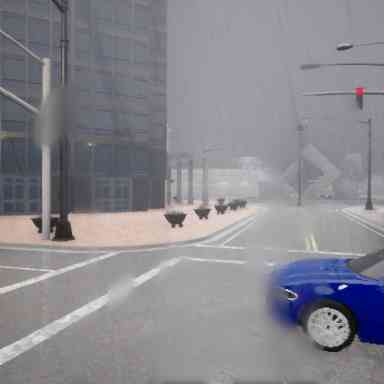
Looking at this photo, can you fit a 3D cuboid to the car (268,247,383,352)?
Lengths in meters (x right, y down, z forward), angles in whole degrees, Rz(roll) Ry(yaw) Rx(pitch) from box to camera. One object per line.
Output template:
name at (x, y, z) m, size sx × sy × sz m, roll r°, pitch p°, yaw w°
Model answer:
car at (3.710, 1.477, 5.015) m, size 5.008 × 1.535 × 1.882 m, roll 0°, pitch 0°, yaw 18°
